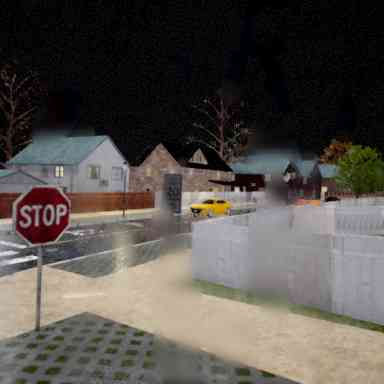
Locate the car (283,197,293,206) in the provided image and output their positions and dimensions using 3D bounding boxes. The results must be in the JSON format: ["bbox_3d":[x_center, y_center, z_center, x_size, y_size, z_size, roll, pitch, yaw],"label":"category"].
[{"bbox_3d":[14.732,1.317,46.724,2.033,1.411,5.357,4,3,39],"label":"car"}]

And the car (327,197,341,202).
[{"bbox_3d":[21.311,1.421,50.323,1.812,1.442,4.674,4,3,41],"label":"car"}]

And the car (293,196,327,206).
[{"bbox_3d":[15.149,1.287,42.626,2.097,1.767,4.553,4,3,39],"label":"car"}]

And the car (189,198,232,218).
[{"bbox_3d":[1.688,1.271,28.900,1.882,1.535,5.008,4,2,34],"label":"car"}]
